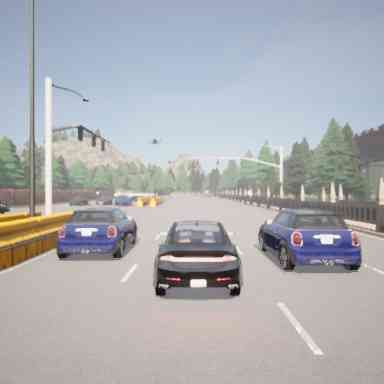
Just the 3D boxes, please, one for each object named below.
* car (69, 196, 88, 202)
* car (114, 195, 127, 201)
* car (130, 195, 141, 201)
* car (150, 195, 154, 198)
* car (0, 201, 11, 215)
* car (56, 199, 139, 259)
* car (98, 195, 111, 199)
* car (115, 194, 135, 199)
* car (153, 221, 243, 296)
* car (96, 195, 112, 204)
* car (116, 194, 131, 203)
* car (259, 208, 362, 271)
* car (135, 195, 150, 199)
[{"bbox_3d":[-17.405,1.443,51.293,1.837,1.490,4.892,0,0,0],"label":"car"},{"bbox_3d":[-17.227,1.426,80.506,2.128,1.511,4.902,0,0,0],"label":"car"},{"bbox_3d":[-13.725,1.451,80.949,1.994,1.385,4.181,0,0,0],"label":"car"},{"bbox_3d":[-10.225,1.423,80.968,2.128,1.511,4.902,0,0,0],"label":"car"},{"bbox_3d":[-19.349,1.186,29.745,5.566,2.045,2.150,0,0,-10],"label":"car"},{"bbox_3d":[-3.408,1.338,12.730,2.097,1.767,4.553,0,0,-1],"label":"car"},{"bbox_3d":[-13.893,1.461,53.036,1.812,1.442,4.674,0,0,1],"label":"car"},{"bbox_3d":[-10.414,1.416,50.409,1.882,1.535,5.008,0,0,0],"label":"car"},{"bbox_3d":[0.127,1.481,8.601,2.128,1.511,4.902,0,0,0],"label":"car"},{"bbox_3d":[-17.292,1.422,65.369,1.837,1.490,4.892,0,0,1],"label":"car"},{"bbox_3d":[-13.774,1.270,67.342,2.097,1.767,4.553,0,0,0],"label":"car"},{"bbox_3d":[3.634,1.339,11.059,2.097,1.767,4.553,0,0,0],"label":"car"},{"bbox_3d":[-10.277,1.443,67.322,1.812,1.442,4.674,0,0,0],"label":"car"}]
